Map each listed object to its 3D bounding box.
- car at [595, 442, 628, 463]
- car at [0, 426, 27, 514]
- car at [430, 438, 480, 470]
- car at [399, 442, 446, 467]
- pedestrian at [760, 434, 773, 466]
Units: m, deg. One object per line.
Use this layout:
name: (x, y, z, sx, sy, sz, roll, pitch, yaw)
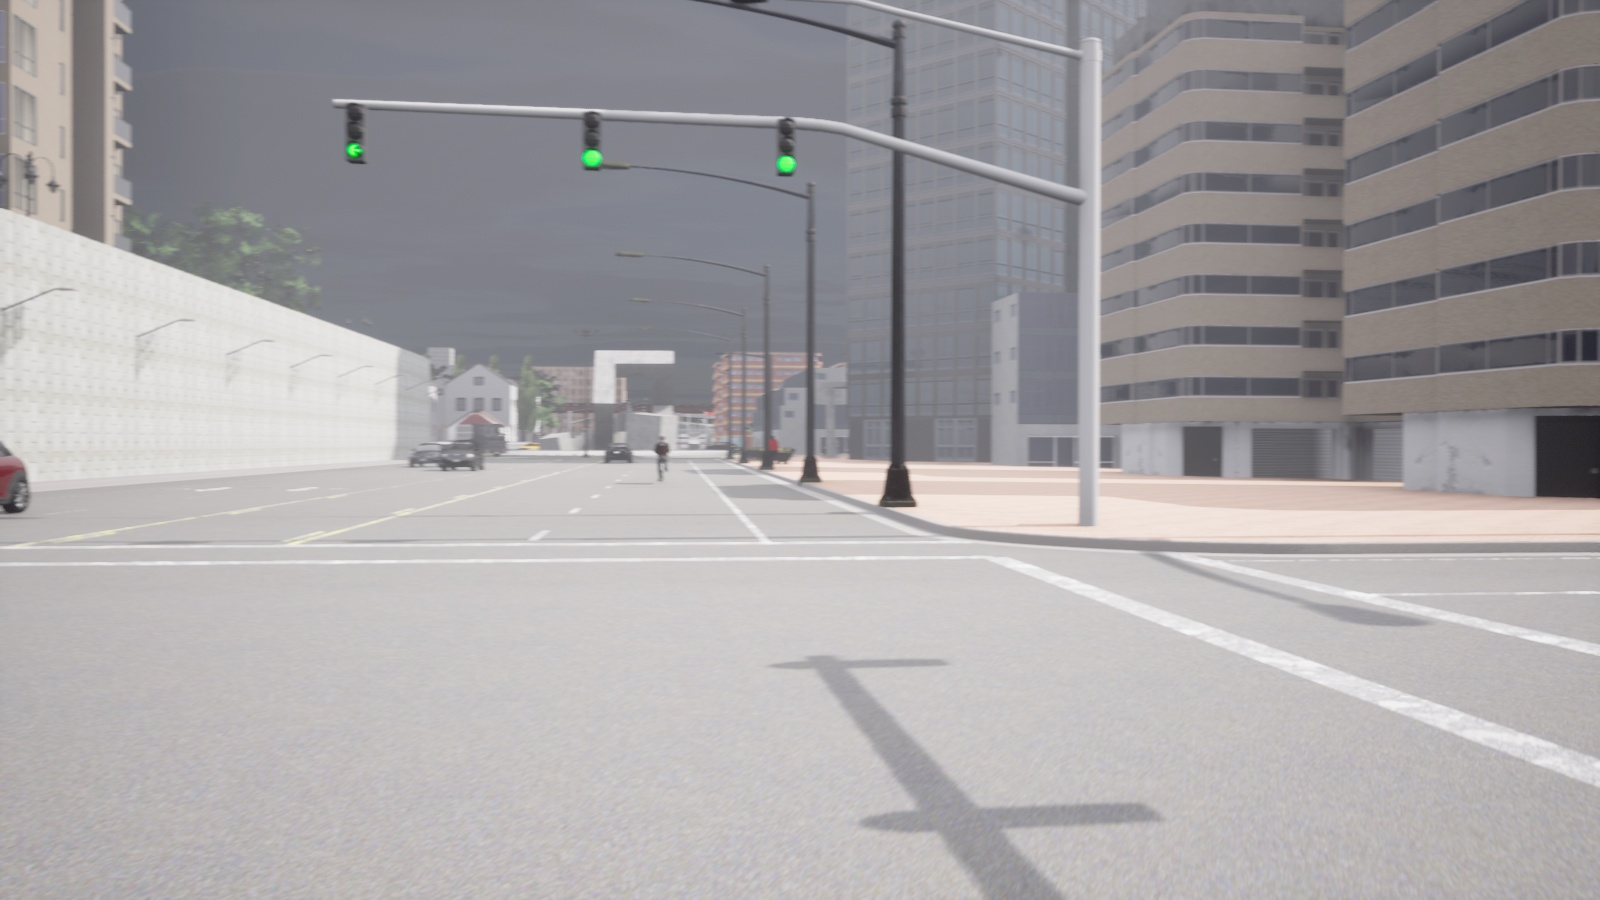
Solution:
car: (-13.635, 0.177, 91.278, 2.163, 1.488, 4.792, 0, 0, -6)
car: (-17.001, 0.400, 23.952, 2.097, 1.767, 4.553, 0, 0, -6)
car: (-17.894, 0.204, 65.246, 1.851, 1.617, 3.988, 0, 0, -6)
car: (-22.434, 0.259, 74.794, 1.812, 1.442, 4.674, 0, 0, -6)
pedestrian: (-1.886, -0.006, 71.245, 0.634, 1.844, 0.899, 0, 0, -9)
